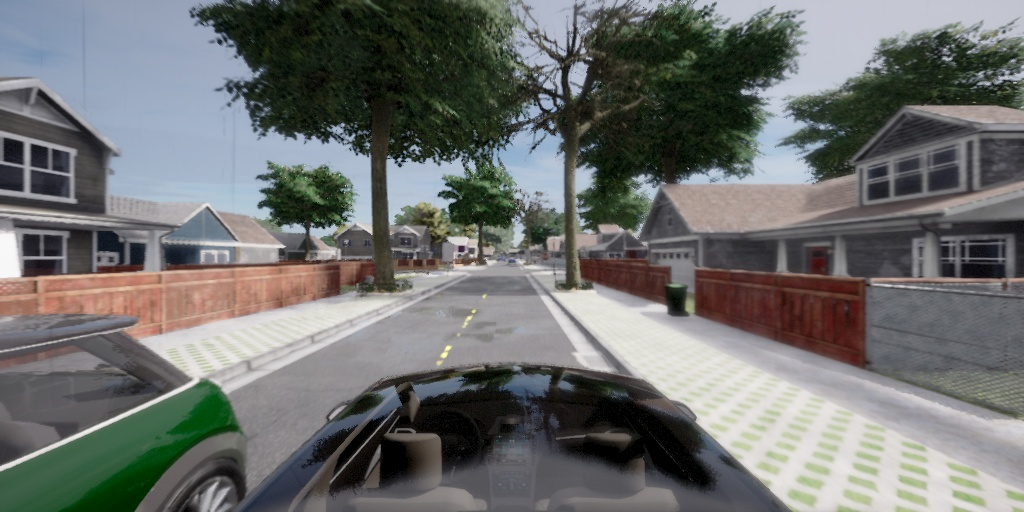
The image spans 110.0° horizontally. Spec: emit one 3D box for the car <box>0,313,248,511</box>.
[{"bbox_3d":[-2.851,1.103,0.507,2.097,1.767,4.553,0,0,0],"label":"car"}]
